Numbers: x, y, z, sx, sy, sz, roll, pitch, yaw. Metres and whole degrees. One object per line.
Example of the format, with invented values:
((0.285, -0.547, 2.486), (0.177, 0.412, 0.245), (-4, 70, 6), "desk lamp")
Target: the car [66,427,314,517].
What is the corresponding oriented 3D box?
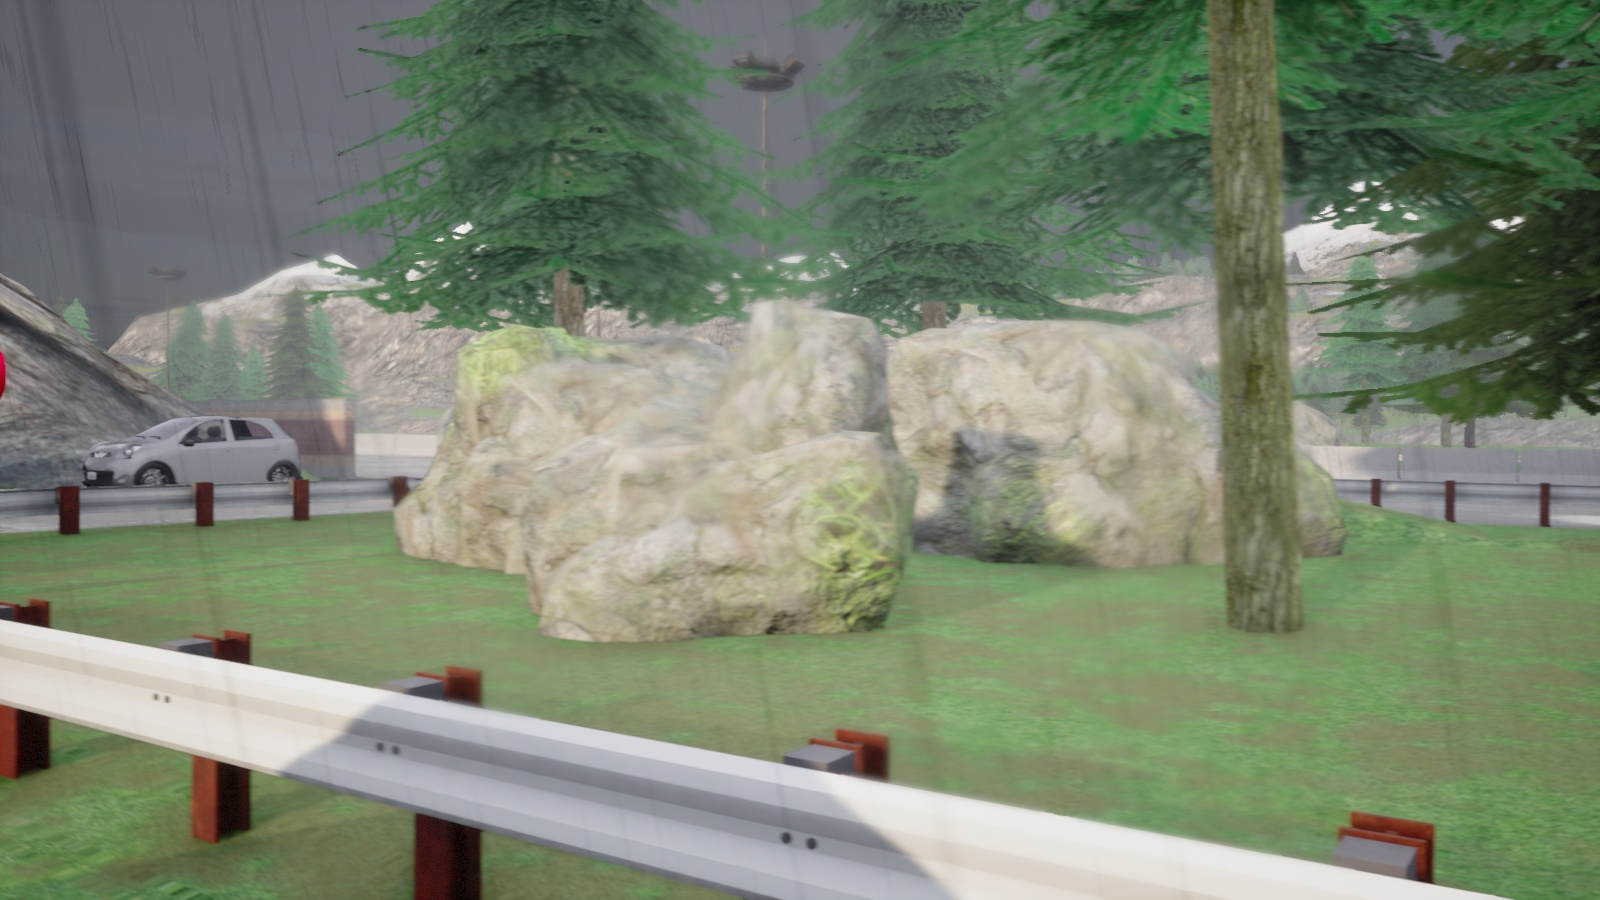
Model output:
((-11.057, 0.340, 22.971), (1.845, 1.501, 3.633), (0, 1, 33), "car")
